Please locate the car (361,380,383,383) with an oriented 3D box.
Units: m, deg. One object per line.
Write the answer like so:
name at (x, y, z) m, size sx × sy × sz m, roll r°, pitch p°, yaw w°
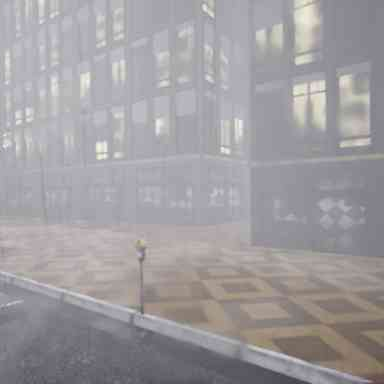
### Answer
car at (2.582, 1.555, 0.896) m, size 4.507 × 1.381 × 1.887 m, roll 0°, pitch -1°, yaw 36°
